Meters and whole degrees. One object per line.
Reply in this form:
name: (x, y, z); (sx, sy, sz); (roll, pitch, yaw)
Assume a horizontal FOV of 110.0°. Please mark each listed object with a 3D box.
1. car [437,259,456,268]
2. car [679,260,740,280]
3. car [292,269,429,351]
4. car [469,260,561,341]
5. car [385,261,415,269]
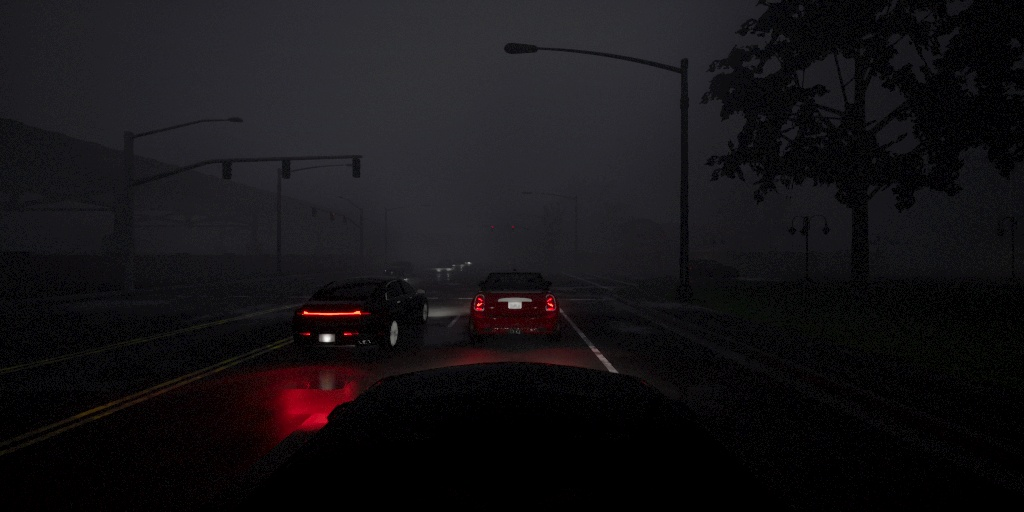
car: (-10.605, 1.146, 57.053); (1.812, 1.442, 4.674); (0, 1, -1)
car: (17.184, 1.101, 31.212); (4.553, 1.767, 2.097); (0, 0, -1)
car: (-3.421, 1.255, 8.997); (1.837, 1.490, 4.892); (0, 0, -1)
car: (0.075, 1.102, 9.990); (2.097, 1.767, 4.553); (0, 0, 0)
car: (-10.617, 1.247, 34.053); (1.837, 1.490, 4.892); (0, 0, 0)
